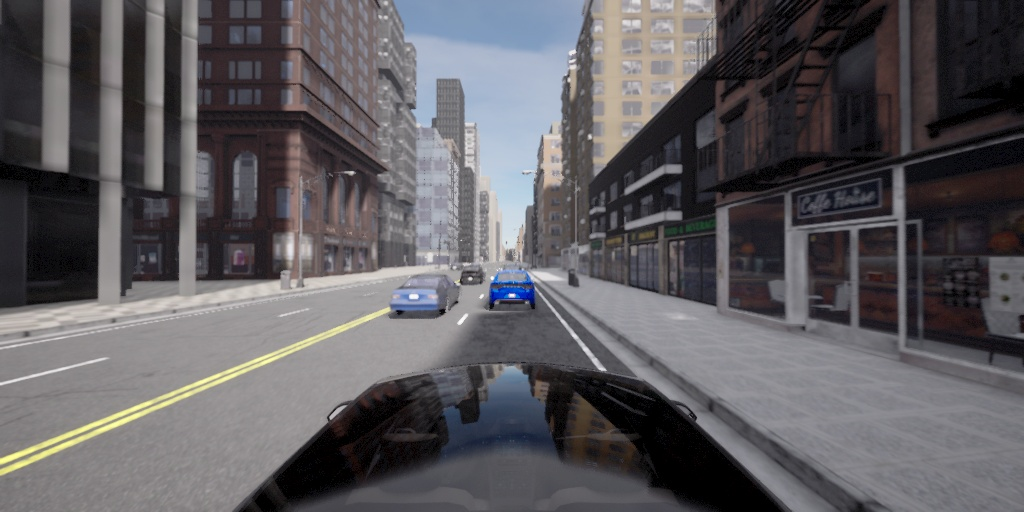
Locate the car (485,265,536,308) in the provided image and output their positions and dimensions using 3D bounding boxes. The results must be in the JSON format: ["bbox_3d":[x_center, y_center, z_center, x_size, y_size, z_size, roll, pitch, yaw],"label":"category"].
[{"bbox_3d":[0.021,1.364,16.118,1.882,1.535,5.008,0,0,0],"label":"car"}]

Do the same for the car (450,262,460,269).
[{"bbox_3d":[-9.784,1.873,63.423,2.128,1.511,4.902,0,-1,1],"label":"car"}]

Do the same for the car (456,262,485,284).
[{"bbox_3d":[-3.239,1.534,30.368,1.837,1.490,4.892,0,0,0],"label":"car"}]

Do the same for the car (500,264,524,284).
[{"bbox_3d":[0.017,1.512,31.106,1.882,1.535,5.008,0,0,0],"label":"car"}]

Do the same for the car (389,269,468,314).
[{"bbox_3d":[-3.245,1.418,14.381,2.033,1.411,5.357,0,-1,0],"label":"car"}]
